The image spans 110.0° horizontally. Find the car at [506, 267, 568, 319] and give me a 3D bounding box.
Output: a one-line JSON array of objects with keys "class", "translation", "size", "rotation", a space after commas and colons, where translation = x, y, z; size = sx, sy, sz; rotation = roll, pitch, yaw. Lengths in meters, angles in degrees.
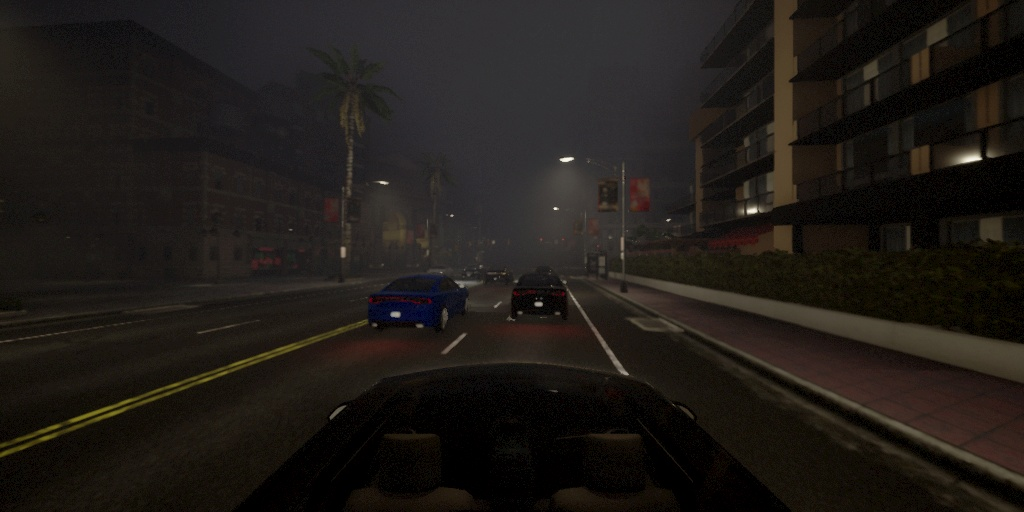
[{"class": "car", "translation": [1.047, 1.354, 13.519], "size": [1.882, 1.535, 5.008], "rotation": [0, 0, 5]}]

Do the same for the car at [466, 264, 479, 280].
[{"class": "car", "translation": [-3.840, 1.581, 36.435], "size": [2.128, 1.511, 4.902], "rotation": [0, -1, 6]}]

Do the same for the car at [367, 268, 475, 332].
[{"class": "car", "translation": [-2.655, 1.313, 11.287], "size": [1.882, 1.535, 5.008], "rotation": [0, -1, 5]}]

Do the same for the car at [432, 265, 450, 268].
[{"class": "car", "translation": [-7.334, 1.599, 36.675], "size": [1.812, 1.442, 4.674], "rotation": [0, -1, 6]}]

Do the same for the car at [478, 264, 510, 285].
[{"class": "car", "translation": [-0.990, 1.513, 28.677], "size": [2.128, 1.511, 4.902], "rotation": [0, -1, 6]}]
